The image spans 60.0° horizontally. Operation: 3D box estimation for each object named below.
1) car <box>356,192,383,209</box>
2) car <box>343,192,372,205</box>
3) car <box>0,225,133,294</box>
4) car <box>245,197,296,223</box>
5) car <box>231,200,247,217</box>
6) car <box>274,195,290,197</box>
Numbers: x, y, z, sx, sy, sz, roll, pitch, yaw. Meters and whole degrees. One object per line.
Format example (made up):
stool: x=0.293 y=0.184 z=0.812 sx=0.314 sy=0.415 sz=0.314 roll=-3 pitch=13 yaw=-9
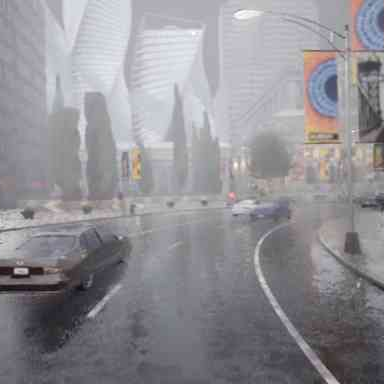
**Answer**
car: x=20.432 y=1.047 z=36.214 sx=4.181 sy=1.385 sz=1.994 roll=-2 pitch=0 yaw=-25
car: x=22.585 y=0.783 z=44.596 sx=4.553 sy=1.767 sz=2.097 roll=-2 pitch=0 yaw=-16
car: x=-3.206 y=1.639 z=9.221 sx=2.033 sy=1.411 sz=5.357 roll=-2 pitch=0 yaw=5
car: x=5.783 y=1.389 z=23.978 sx=1.812 sy=1.442 sz=4.674 roll=-2 pitch=0 yaw=32
car: x=5.145 y=1.410 z=28.919 sx=1.812 sy=1.442 sz=4.674 roll=-2 pitch=0 yaw=38
car: x=11.367 y=1.234 z=43.478 sx=4.892 sy=1.490 sz=1.837 roll=-2 pitch=-1 yaw=-29
